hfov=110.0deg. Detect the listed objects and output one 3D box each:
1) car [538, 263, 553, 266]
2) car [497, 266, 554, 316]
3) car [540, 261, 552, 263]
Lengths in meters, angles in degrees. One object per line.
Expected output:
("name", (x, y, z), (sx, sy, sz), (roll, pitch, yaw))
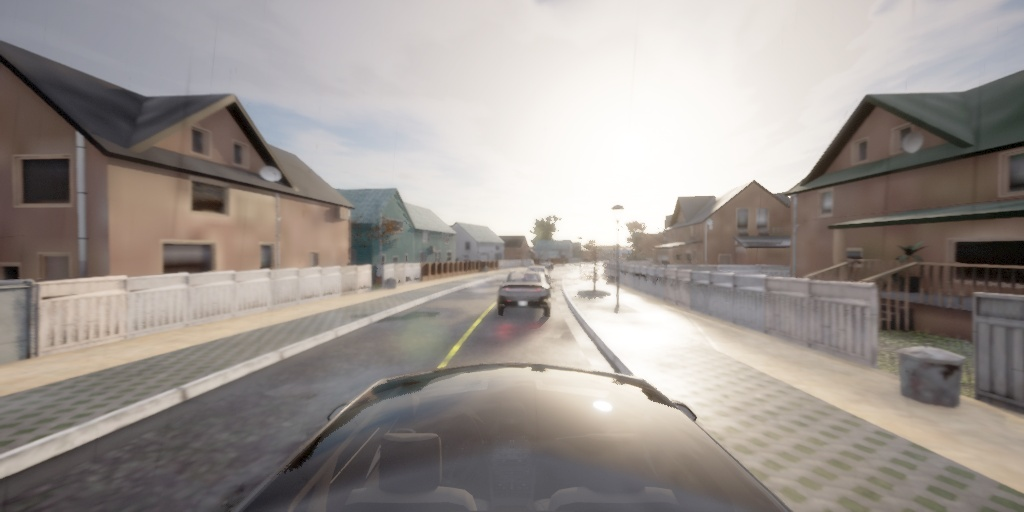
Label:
("car", (1.887, 1.452, 26.756), (2.033, 1.411, 5.357), (0, 0, 9))
("car", (0.562, 1.317, 13.761), (2.128, 1.511, 4.902), (0, -1, 5))
("car", (5.254, 1.510, 55.951), (2.128, 1.511, 4.902), (0, 0, 17))
